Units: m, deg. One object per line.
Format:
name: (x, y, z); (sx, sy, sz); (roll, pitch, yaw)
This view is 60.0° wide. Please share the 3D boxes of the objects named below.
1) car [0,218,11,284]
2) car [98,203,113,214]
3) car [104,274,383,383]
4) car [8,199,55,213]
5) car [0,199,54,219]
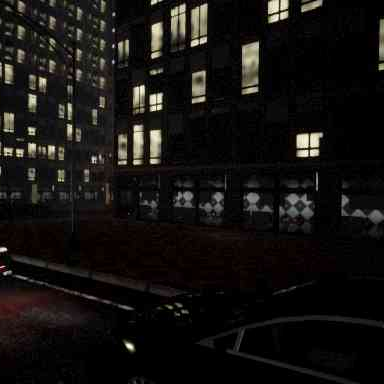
car: (-6.346, 1.487, 8.185); (4.902, 1.511, 2.128); (0, 0, 36)
car: (-8.848, 1.830, 39.766); (1.752, 1.417, 4.829); (1, 0, 36)
car: (1.335, 1.491, 2.728); (4.902, 1.511, 2.128); (0, 0, 35)
car: (-19.144, 1.642, 39.917); (1.752, 1.417, 4.829); (1, 0, 36)
car: (-15.635, 1.519, 30.546); (2.192, 1.841, 5.009); (1, 0, 36)
